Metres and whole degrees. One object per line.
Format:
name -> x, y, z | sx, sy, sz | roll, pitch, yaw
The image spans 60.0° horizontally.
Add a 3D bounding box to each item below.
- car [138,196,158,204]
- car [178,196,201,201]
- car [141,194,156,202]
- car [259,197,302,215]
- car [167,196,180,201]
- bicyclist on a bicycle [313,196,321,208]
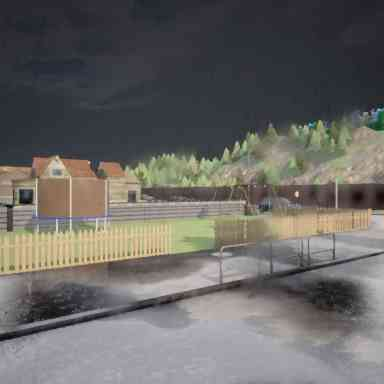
car -> -8.812, 1.526, 66.230 | 1.812, 1.442, 4.674 | 0, 0, -36
car -> 0.454, 1.600, 46.297 | 1.895, 1.301, 4.718 | 0, 0, -36
car -> -8.677, 1.009, 59.183 | 2.097, 1.767, 4.553 | 0, 0, -36
car -> 9.080, 1.352, 34.261 | 2.097, 1.767, 4.553 | 0, 0, -36
car -> -2.696, 1.505, 57.795 | 1.837, 1.490, 4.892 | 0, 0, -35
bicyclist on a bicycle -> 15.105, 1.349, 40.271 | 1.656, 1.620, 0.582 | 0, 0, -36
